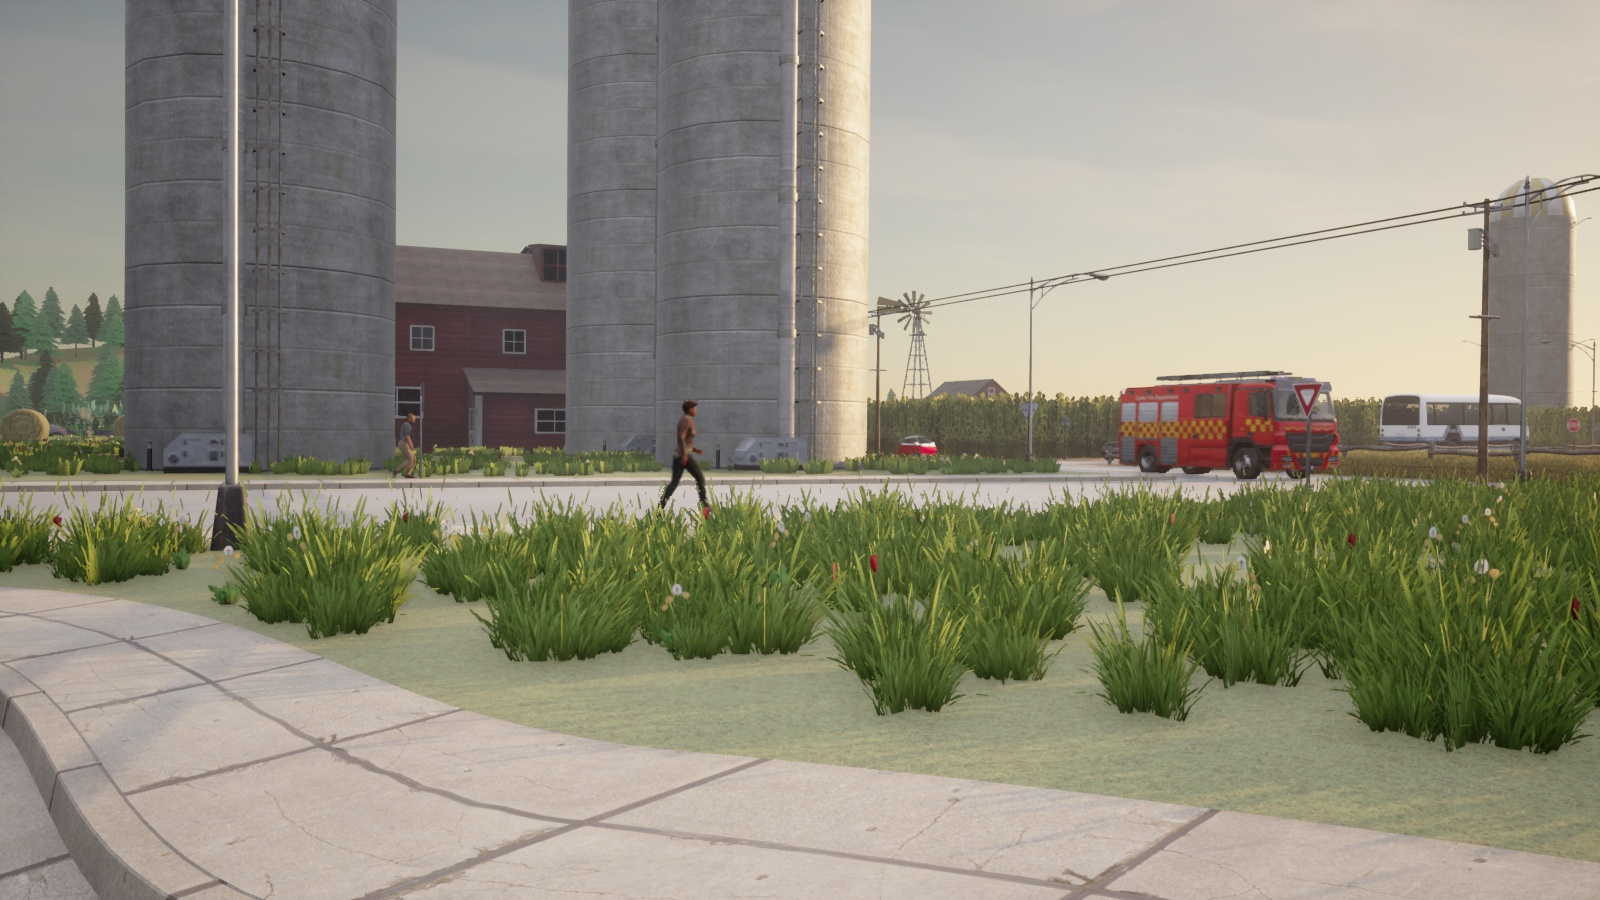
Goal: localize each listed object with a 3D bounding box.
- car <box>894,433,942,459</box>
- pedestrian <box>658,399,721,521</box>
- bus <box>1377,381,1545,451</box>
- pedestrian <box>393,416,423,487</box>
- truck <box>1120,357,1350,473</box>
[{"bbox_3d":[6.485,-0.217,69.161,1.481,1.376,2.207,-1,1,-43],"label":"car"},{"bbox_3d":[-1.678,0.142,19.019,0.869,1.805,0.328,-1,1,-26],"label":"pedestrian"},{"bbox_3d":[42.095,-2.192,79.935,10.273,4.253,3.944,-2,1,-24],"label":"bus"},{"bbox_3d":[-10.253,0.031,32.871,0.694,1.848,0.540,-1,1,-15],"label":"pedestrian"},{"bbox_3d":[15.542,-1.198,45.736,2.891,3.827,8.468,-1,1,-24],"label":"truck"}]
